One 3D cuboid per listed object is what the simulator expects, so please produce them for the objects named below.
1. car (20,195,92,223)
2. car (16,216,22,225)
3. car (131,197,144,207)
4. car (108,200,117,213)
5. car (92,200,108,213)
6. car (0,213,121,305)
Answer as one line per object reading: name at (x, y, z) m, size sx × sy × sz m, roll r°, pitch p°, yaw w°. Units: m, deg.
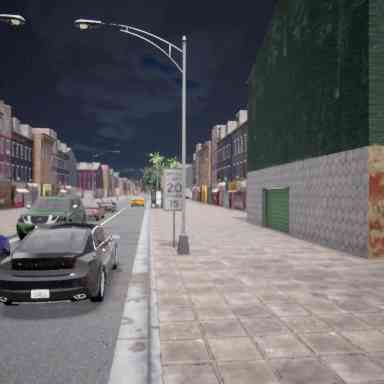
car at (-6.925, 1.191, 17.050) m, size 2.150 × 2.045 × 5.566 m, roll 0°, pitch 0°, yaw -7°
car at (-5.693, 1.502, 7.391) m, size 1.812 × 1.442 × 4.674 m, roll 0°, pitch 0°, yaw -7°
car at (-8.438, 1.452, 51.770) m, size 1.882 × 1.535 × 5.008 m, roll 0°, pitch 0°, yaw -8°
car at (-9.424, 1.525, 36.693) m, size 1.994 × 1.385 × 4.181 m, roll 0°, pitch 0°, yaw -7°
car at (-8.182, 1.490, 26.764) m, size 1.812 × 1.442 × 4.674 m, roll 0°, pitch 0°, yaw -7°
car at (-2.906, 1.491, 8.089) m, size 1.837 × 1.490 × 4.892 m, roll 0°, pitch 0°, yaw -7°
